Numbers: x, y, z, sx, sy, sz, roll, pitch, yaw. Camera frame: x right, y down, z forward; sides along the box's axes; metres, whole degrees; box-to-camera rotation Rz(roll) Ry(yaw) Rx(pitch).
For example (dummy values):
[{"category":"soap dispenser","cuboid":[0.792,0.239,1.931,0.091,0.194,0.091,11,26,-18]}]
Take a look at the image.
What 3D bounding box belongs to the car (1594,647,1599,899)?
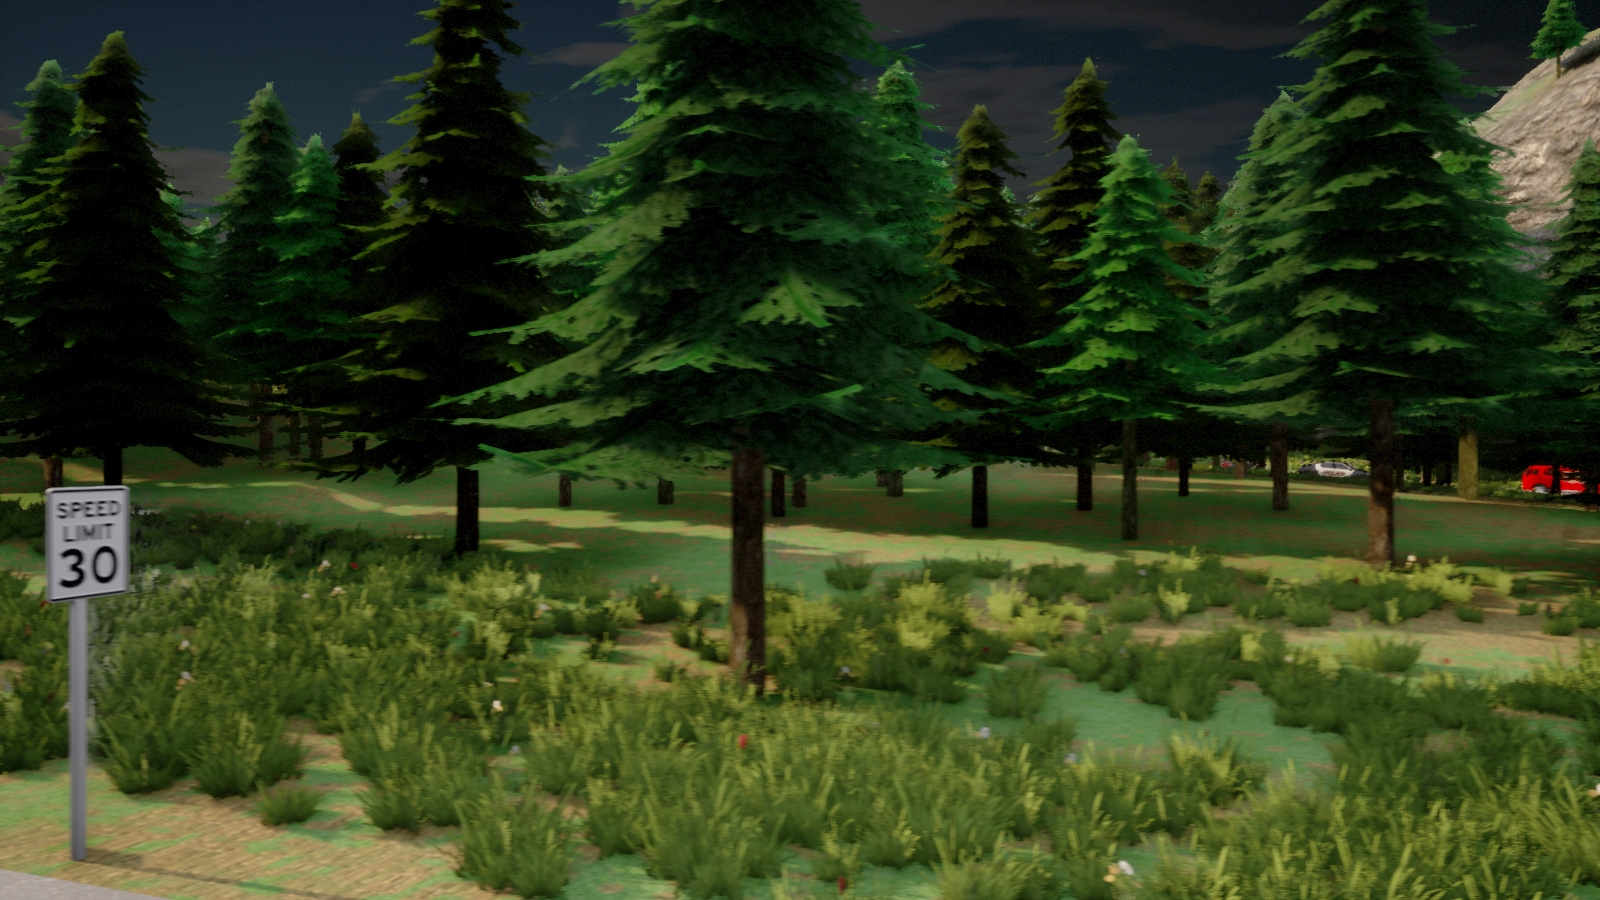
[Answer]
[{"category":"car","cuboid":[4.727,1.640,1.602,5.566,2.045,2.150,0,0,20]}]
